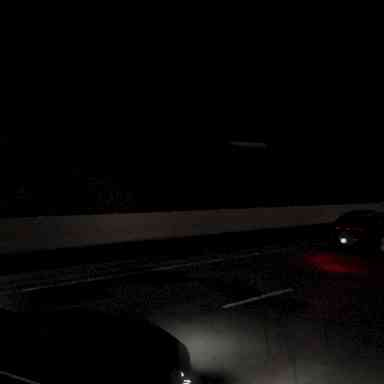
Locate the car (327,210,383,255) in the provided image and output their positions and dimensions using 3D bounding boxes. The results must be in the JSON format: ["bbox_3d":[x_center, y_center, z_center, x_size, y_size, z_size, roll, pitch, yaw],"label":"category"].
[{"bbox_3d":[7.395,1.477,13.319,4.892,1.490,1.837,0,0,-36],"label":"car"}]

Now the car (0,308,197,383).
[{"bbox_3d":[-2.182,1.505,2.149,4.892,1.490,1.837,0,0,-36],"label":"car"}]
